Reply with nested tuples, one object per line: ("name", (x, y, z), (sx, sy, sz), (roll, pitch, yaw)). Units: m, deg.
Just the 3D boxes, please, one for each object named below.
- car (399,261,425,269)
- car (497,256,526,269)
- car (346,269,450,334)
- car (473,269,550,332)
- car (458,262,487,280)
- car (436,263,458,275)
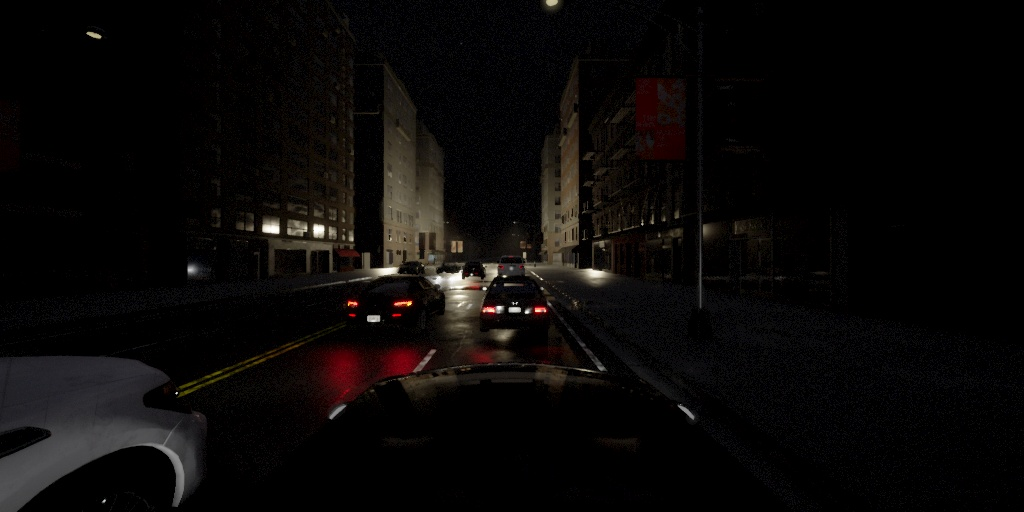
("car", (-10.054, 1.272, 36.249), (1.837, 1.490, 4.892), (0, 0, 0))
("car", (-0.061, 0.984, 29.374), (2.150, 2.045, 5.566), (0, 0, 0))
("car", (-3.200, 1.277, 10.558), (1.812, 1.442, 4.674), (0, 0, 0))
("car", (0.049, 1.298, 10.841), (2.033, 1.411, 5.357), (0, 0, 0))
("car", (-3.323, 1.268, 31.716), (1.837, 1.490, 4.892), (0, 0, -1))
("car", (-6.816, 1.370, 38.300), (1.895, 1.301, 4.718), (0, 0, 0))
